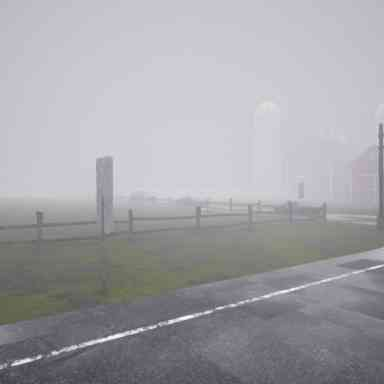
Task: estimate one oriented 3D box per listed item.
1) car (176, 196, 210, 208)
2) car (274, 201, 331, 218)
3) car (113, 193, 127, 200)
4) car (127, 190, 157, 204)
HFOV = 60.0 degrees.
[{"bbox_3d":[0.034,1.236,42.205,2.033,1.411,5.357,-1,1,-36],"label":"car"},{"bbox_3d":[9.557,1.444,28.899,1.895,1.301,4.718,-1,1,-34],"label":"car"},{"bbox_3d":[-14.903,0.922,68.014,2.033,1.411,5.357,-1,1,-36],"label":"car"},{"bbox_3d":[-7.691,0.772,52.960,2.150,2.045,5.566,-1,2,-35],"label":"car"}]
